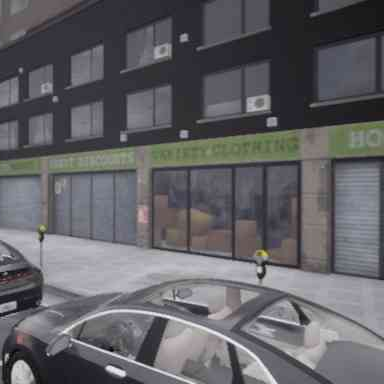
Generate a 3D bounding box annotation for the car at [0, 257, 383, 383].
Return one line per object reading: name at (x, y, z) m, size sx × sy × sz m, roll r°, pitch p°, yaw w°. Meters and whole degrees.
car at (-0.097, 1.543, 3.151) m, size 4.403 × 1.369 × 2.008 m, roll 0°, pitch 0°, yaw 36°

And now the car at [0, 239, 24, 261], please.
car at (-4.593, 1.518, 6.359) m, size 4.403 × 1.369 × 2.008 m, roll 0°, pitch 0°, yaw 36°
